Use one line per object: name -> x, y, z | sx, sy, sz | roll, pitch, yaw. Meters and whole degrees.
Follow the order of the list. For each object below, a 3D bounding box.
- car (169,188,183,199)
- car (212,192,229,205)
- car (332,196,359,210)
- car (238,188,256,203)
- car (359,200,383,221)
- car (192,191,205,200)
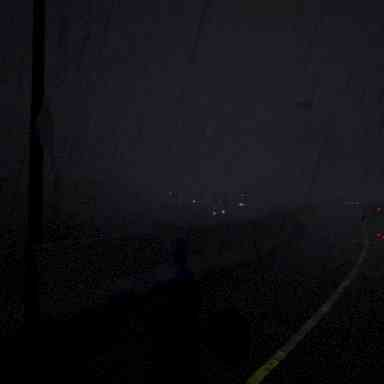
car -> -2.446, 0.179, 51.742 | 2.097, 1.767, 4.553 | 2, 1, 1
car -> 3.530, 0.718, 40.716 | 2.128, 1.511, 4.902 | 2, 1, 9
car -> 17.441, 1.220, 37.923 | 2.033, 1.411, 5.357 | 2, 1, 10
car -> 7.902, 0.417, 48.028 | 2.150, 2.045, 5.566 | 2, 1, 3
car -> 13.914, 1.358, 24.657 | 1.837, 1.490, 4.892 | 2, 1, 20
car -> 1.033, 0.487, 51.050 | 2.033, 1.411, 5.357 | 2, 1, 1
